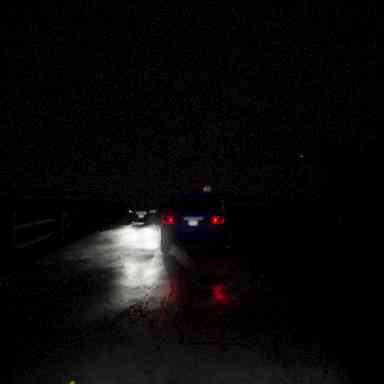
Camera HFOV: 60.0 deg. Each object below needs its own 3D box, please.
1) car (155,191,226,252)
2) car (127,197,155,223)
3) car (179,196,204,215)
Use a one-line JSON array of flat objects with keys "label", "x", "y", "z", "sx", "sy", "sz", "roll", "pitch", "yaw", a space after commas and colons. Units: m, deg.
[{"label": "car", "x": 0.029, "y": 0.985, "z": 12.823, "sx": 2.150, "sy": 2.045, "sz": 5.566, "roll": 0, "pitch": 1, "yaw": 0}, {"label": "car", "x": -2.942, "y": 1.099, "z": 21.594, "sx": 2.128, "sy": 1.511, "sz": 4.902, "roll": 0, "pitch": 1, "yaw": 0}, {"label": "car", "x": -0.043, "y": 1.095, "z": 28.072, "sx": 1.895, "sy": 1.301, "sz": 4.718, "roll": 0, "pitch": 1, "yaw": 0}]
